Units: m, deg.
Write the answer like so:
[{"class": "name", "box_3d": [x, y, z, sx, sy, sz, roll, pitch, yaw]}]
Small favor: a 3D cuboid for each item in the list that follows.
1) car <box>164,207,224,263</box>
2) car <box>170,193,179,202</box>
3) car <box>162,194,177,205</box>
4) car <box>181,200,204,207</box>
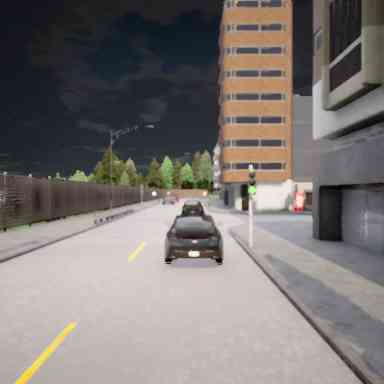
[{"class": "car", "box_3d": [0.066, 1.508, 11.918, 1.837, 1.490, 4.892, 0, 0, 0]}, {"class": "car", "box_3d": [-4.023, 1.236, 73.233, 2.150, 2.045, 5.566, 0, 0, 0]}, {"class": "car", "box_3d": [-4.066, 1.537, 57.761, 1.812, 1.442, 4.674, 0, 0, 0]}, {"class": "car", "box_3d": [0.074, 1.484, 30.052, 1.882, 1.535, 5.008, 0, 0, 0]}]
